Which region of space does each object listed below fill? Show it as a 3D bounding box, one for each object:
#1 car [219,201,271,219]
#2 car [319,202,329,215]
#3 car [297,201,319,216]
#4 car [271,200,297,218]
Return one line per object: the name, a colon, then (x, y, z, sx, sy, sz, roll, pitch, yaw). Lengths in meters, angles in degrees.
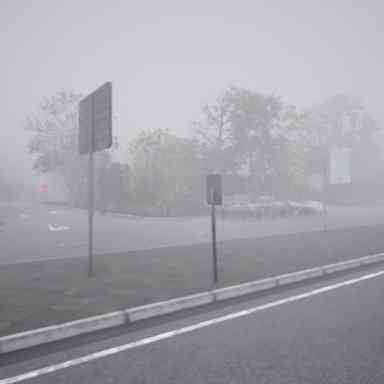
car: (4.412, 1.615, 29.803, 2.002, 1.452, 4.674, 0, 0, -36)
car: (12.283, 1.646, 35.469, 2.002, 1.452, 4.674, 0, 0, -36)
car: (9.723, 1.595, 33.636, 2.097, 1.535, 5.008, 0, 0, -36)
car: (7.073, 1.586, 31.715, 2.231, 1.521, 4.892, 0, 0, -36)
